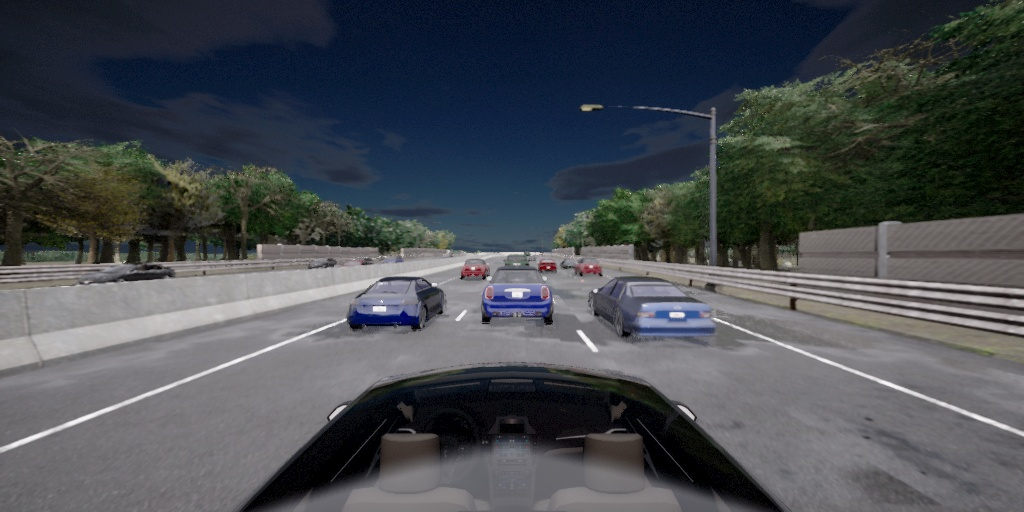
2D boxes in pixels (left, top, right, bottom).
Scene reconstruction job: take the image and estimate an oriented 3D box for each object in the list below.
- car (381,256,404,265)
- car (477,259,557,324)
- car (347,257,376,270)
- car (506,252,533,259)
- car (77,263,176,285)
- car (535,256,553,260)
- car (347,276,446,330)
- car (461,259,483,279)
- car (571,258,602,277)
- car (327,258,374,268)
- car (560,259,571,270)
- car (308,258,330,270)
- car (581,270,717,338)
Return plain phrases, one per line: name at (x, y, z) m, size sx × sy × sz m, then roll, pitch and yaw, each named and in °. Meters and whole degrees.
car at (-16.963, 0.797, 51.011) m, size 2.097 × 1.767 × 4.553 m, roll 0°, pitch 1°, yaw 1°
car at (0.168, 1.103, 12.189) m, size 2.097 × 1.767 × 4.553 m, roll 0°, pitch 0°, yaw 1°
car at (-20.505, 0.979, 48.972) m, size 1.837 × 1.490 × 4.892 m, roll 0°, pitch 1°, yaw 1°
car at (0.416, 0.886, 31.338) m, size 2.150 × 2.045 × 5.566 m, roll 0°, pitch 0°, yaw 1°
car at (-23.694, 1.229, 22.311) m, size 1.837 × 1.490 × 4.892 m, roll 0°, pitch 0°, yaw -2°
car at (3.955, 1.050, 40.836) m, size 1.882 × 1.535 × 5.008 m, roll 0°, pitch 1°, yaw 1°
car at (-3.343, 1.316, 11.105) m, size 1.994 × 1.385 × 4.181 m, roll 0°, pitch 0°, yaw 0°
car at (-3.090, 1.020, 30.880) m, size 2.097 × 1.767 × 4.553 m, roll 0°, pitch 0°, yaw 1°
car at (7.255, 0.988, 34.564) m, size 2.097 × 1.767 × 4.553 m, roll 0°, pitch 0°, yaw 2°
car at (-13.780, 1.143, 31.493) m, size 1.882 × 1.535 × 5.008 m, roll 0°, pitch 0°, yaw 1°
car at (7.592, 1.049, 47.713) m, size 1.994 × 1.385 × 4.181 m, roll 0°, pitch 1°, yaw 1°
car at (-24.044, 1.025, 45.806) m, size 1.837 × 1.490 × 4.892 m, roll 0°, pitch 0°, yaw 1°
car at (3.536, 1.300, 10.130) m, size 2.033 × 1.411 × 5.357 m, roll 0°, pitch 0°, yaw 1°
